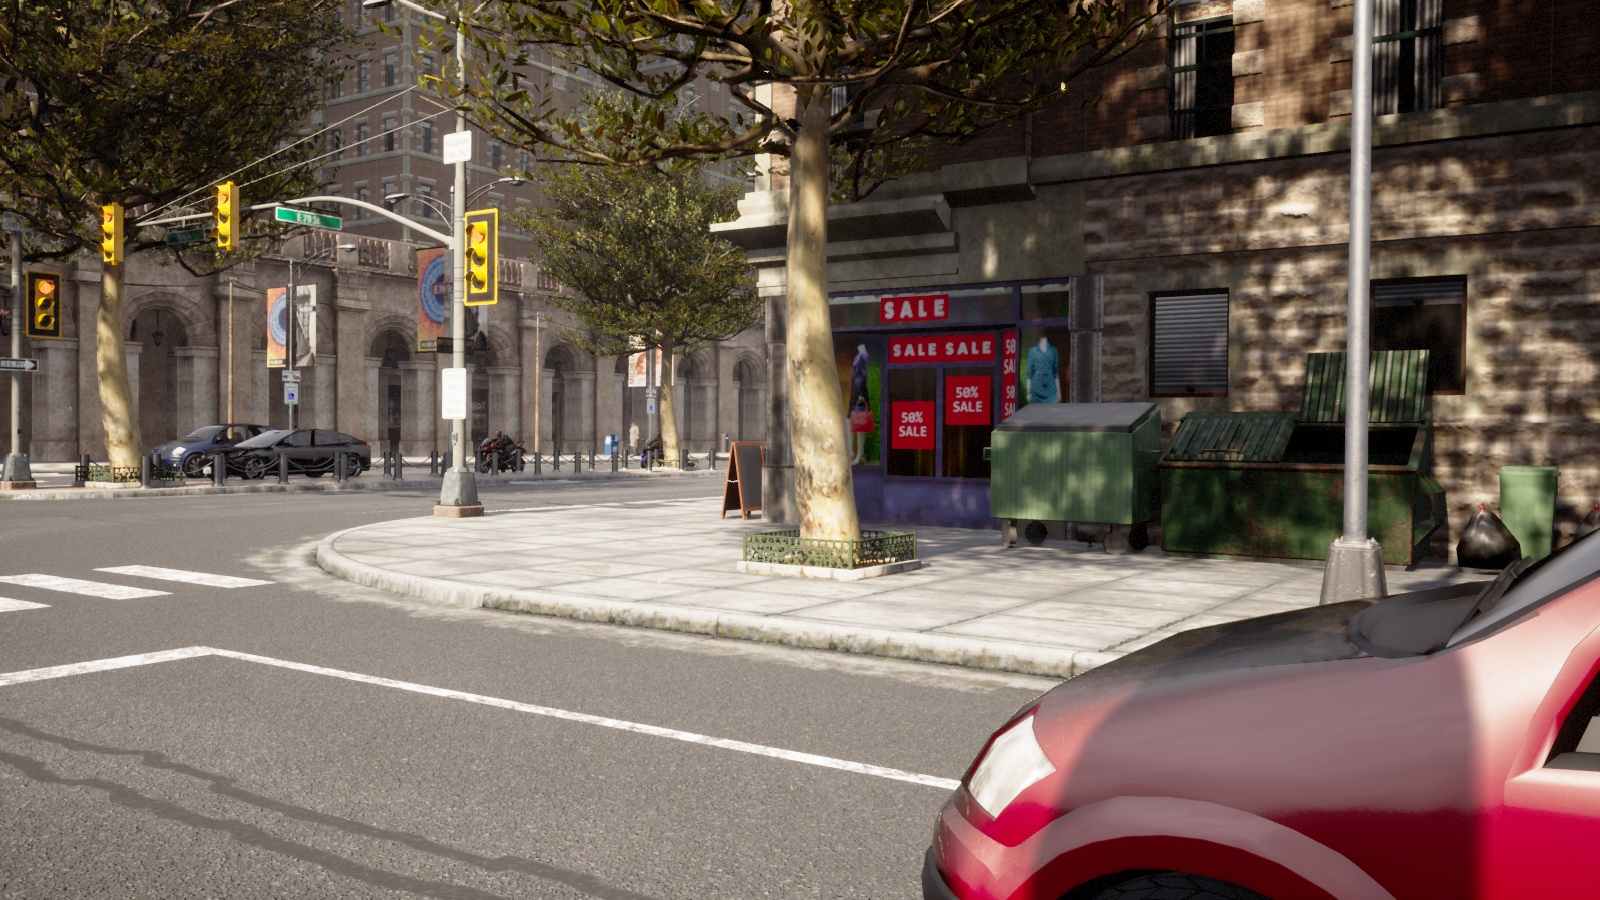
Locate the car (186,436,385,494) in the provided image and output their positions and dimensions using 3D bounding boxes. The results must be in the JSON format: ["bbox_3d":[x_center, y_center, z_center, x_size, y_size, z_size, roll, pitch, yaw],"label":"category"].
[{"bbox_3d":[-14.508,0.375,35.676,2.163,1.488,4.792,0,1,35],"label":"car"}]

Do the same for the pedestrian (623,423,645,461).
[{"bbox_3d":[-8.591,-0.422,64.996,0.873,1.952,0.659,-1,1,-40],"label":"pedestrian"}]

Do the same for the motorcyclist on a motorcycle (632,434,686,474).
[{"bbox_3d":[-5.495,0.145,49.164,0.866,1.530,2.191,0,1,34],"label":"motorcyclist on a motorcycle"}]

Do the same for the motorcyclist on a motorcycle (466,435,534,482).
[{"bbox_3d":[-10.093,0.280,42.330,0.866,1.530,2.191,0,1,34],"label":"motorcyclist on a motorcycle"}]

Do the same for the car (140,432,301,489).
[{"bbox_3d":[-17.354,0.271,37.773,1.851,1.617,3.988,0,1,35],"label":"car"}]

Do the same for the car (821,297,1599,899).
[{"bbox_3d":[2.221,0.580,2.146,3.988,1.617,1.851,0,1,34],"label":"car"}]
